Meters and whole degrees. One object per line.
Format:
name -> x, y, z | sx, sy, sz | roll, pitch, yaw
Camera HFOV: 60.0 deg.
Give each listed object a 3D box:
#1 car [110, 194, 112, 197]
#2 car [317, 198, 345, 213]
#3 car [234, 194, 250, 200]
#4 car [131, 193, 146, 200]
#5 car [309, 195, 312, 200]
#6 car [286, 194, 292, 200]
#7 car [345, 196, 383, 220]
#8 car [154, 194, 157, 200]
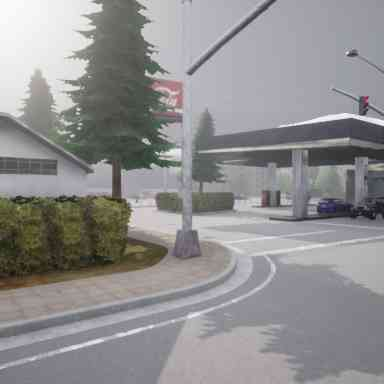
car -> -17.801, 1.297, 75.424 | 2.007, 1.523, 4.514 | 0, 0, -36
car -> 15.293, 1.479, 35.350 | 4.611, 1.667, 2.242 | 0, 0, -36
car -> 12.285, 1.318, 84.055 | 1.845, 1.501, 3.633 | 0, 0, -36
car -> -14.005, 1.153, 87.322 | 2.152, 1.636, 5.027 | 0, 0, -36
car -> 28.881, 1.338, 86.732 | 2.007, 1.523, 4.514 | 0, 0, -36
car -> 26.378, 1.329, 84.840 | 2.152, 1.636, 5.027 | 0, 0, -36
car -> 15.127, 1.312, 28.220 | 3.866, 1.878, 1.905 | 0, 0, -36
car -> -6.293, 1.097, 71.430 | 1.932, 1.855, 4.605 | 0, 0, -36
